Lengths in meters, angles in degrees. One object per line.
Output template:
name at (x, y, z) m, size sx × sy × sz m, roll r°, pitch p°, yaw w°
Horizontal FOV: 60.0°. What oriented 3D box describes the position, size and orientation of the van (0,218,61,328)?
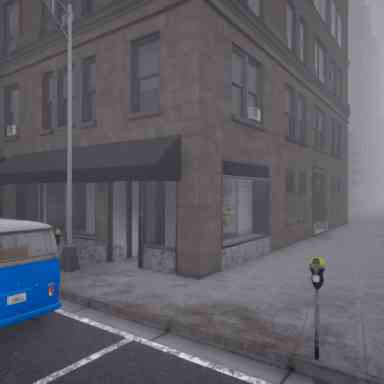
van at (-4.088, 1.340, 5.994) m, size 3.998 × 1.788 × 1.690 m, roll 0°, pitch 0°, yaw 35°
